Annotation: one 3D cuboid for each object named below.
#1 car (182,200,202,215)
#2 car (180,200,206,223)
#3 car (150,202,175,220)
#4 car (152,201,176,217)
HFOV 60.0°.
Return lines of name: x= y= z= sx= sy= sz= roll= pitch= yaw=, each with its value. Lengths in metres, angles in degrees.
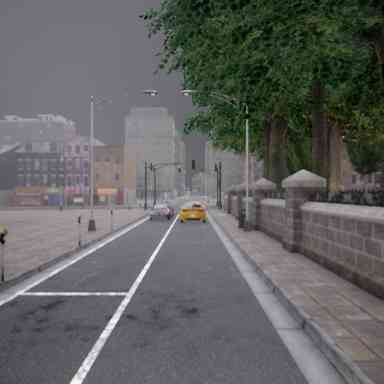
car: x=0.030 y=1.640 z=36.735 sx=2.033 sy=1.411 sz=5.357 roll=0 pitch=0 yaw=0
car: x=0.085 y=1.544 z=26.246 sx=1.882 sy=1.535 sz=5.008 roll=0 pitch=0 yaw=0
car: x=-2.617 y=1.654 z=28.650 sx=1.802 sy=1.307 sz=4.206 roll=0 pitch=0 yaw=0
car: x=-2.615 y=1.647 z=32.312 sx=1.947 sy=1.339 sz=4.313 roll=0 pitch=0 yaw=0
